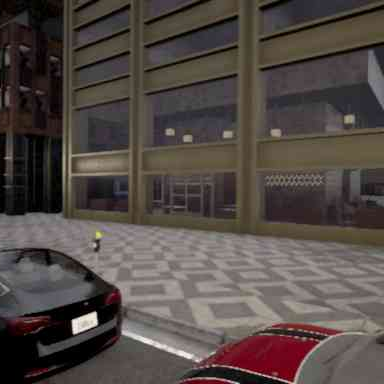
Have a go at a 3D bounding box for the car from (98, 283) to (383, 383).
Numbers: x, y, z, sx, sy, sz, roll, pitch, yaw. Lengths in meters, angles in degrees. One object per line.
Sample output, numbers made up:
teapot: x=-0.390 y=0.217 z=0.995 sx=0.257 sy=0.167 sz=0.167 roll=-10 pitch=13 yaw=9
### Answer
car: x=1.641 y=1.444 z=1.791 sx=4.097 sy=1.590 sz=1.967 roll=1 pitch=1 yaw=35

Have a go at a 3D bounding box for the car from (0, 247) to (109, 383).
car: x=-2.926 y=1.523 z=5.037 sx=4.313 sy=1.339 sz=1.947 roll=1 pitch=1 yaw=35
